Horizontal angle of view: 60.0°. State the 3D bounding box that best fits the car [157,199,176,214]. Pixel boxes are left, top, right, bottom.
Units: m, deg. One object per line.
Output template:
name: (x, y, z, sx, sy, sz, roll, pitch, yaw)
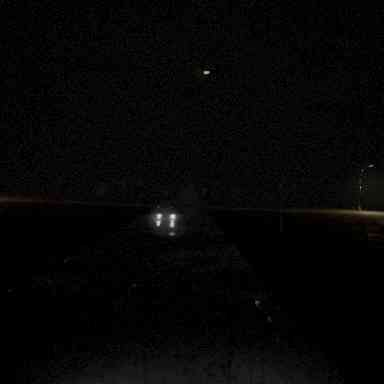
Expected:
car: (-2.804, 1.572, 37.110, 1.812, 1.442, 4.674, 1, 0, 1)
